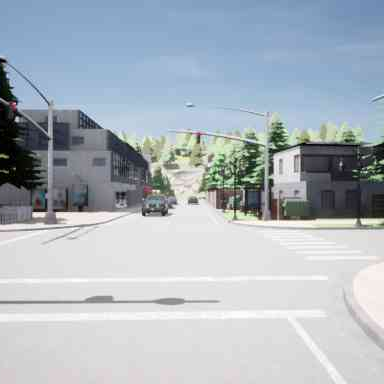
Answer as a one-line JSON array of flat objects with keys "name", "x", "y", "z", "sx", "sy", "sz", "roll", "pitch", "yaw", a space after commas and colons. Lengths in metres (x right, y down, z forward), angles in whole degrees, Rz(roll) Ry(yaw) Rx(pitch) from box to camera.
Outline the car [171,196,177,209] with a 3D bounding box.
[{"name": "car", "x": -3.533, "y": 1.491, "z": 44.842, "sx": 2.128, "sy": 1.511, "sz": 4.902, "roll": 0, "pitch": 0, "yaw": 0}]

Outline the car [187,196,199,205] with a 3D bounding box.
[{"name": "car", "x": 0.185, "y": 1.504, "z": 59.556, "sx": 1.837, "sy": 1.490, "sz": 4.892, "roll": 0, "pitch": 0, "yaw": 0}]

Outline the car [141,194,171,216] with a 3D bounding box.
[{"name": "car", "x": -3.555, "y": 1.221, "z": 32.699, "sx": 2.150, "sy": 2.045, "sz": 5.566, "roll": 0, "pitch": 0, "yaw": 0}]
